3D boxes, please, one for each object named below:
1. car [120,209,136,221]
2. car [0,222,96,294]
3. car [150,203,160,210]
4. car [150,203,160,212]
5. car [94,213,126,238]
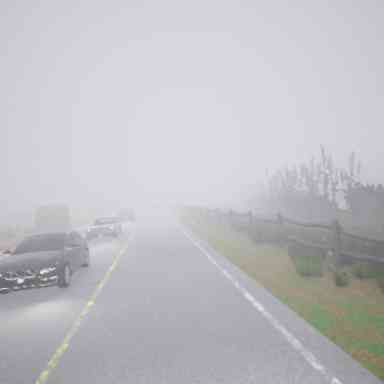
[{"bbox_3d":[-7.974,2.833,40.746,2.128,1.511,4.902,-5,-1,-6],"label":"car"},{"bbox_3d":[-4.617,2.057,10.812,1.837,1.490,4.892,-5,-1,-7],"label":"car"},{"bbox_3d":[-9.310,3.546,83.070,2.033,1.411,5.357,-5,-1,-11],"label":"car"},{"bbox_3d":[-8.144,3.251,72.895,2.097,1.767,4.553,-5,-1,-7],"label":"car"},{"bbox_3d":[-6.021,2.479,23.130,1.895,1.301,4.718,-5,-1,-7],"label":"car"}]
